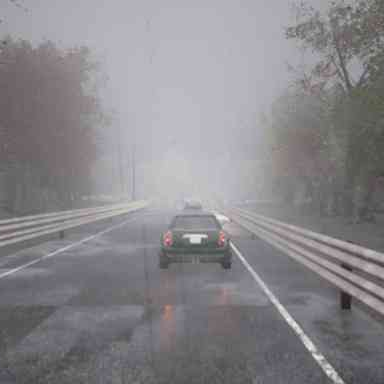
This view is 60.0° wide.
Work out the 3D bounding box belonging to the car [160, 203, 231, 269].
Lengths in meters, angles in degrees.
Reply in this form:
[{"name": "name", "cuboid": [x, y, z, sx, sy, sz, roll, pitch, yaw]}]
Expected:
[{"name": "car", "cuboid": [0.101, 1.429, 11.659, 2.097, 1.767, 4.553, 0, 0, 0]}]
